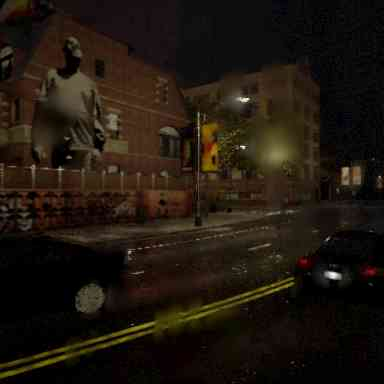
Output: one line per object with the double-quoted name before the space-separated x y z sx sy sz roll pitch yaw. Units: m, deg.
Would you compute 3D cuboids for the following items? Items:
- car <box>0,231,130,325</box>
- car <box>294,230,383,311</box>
"car" -3.567 1.524 5.914 5.008 1.535 1.882 0 0 -38
"car" 4.172 1.603 7.899 4.181 1.385 1.994 0 0 -45
